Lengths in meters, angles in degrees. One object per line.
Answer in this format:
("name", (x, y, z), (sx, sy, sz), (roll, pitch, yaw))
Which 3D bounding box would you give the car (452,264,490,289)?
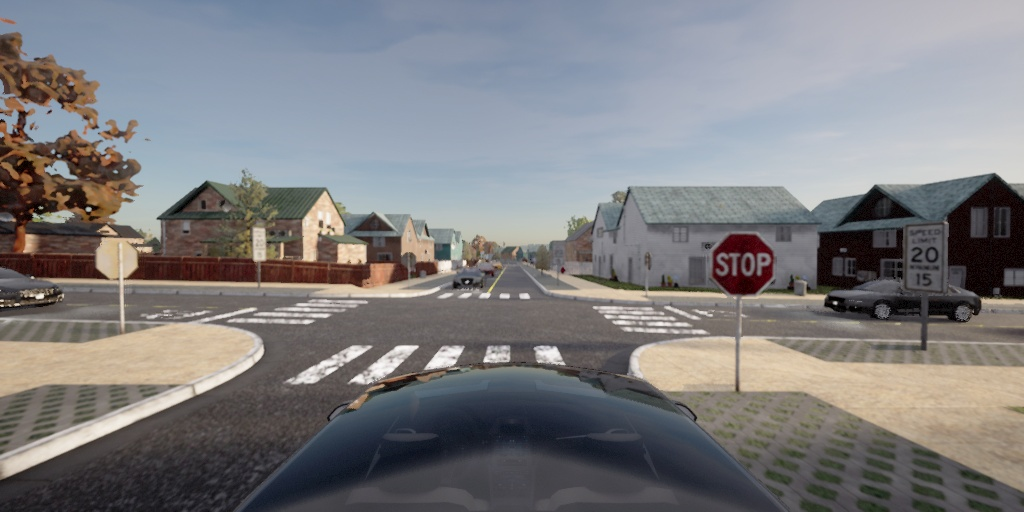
("car", (-2.826, 1.460, 24.540), (1.994, 1.385, 4.181), (0, 0, 0))

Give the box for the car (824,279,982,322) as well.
("car", (15.113, 1.650, 14.024), (4.892, 1.490, 1.837), (1, 1, 1))

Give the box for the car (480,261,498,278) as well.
("car", (-2.819, 1.459, 38.152), (1.882, 1.535, 5.008), (0, 0, 0))

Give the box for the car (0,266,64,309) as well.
("car", (-17.673, 1.015, 11.623), (4.892, 1.490, 1.837), (1, 1, 1))

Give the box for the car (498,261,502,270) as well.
("car", (-2.717, 1.585, 59.696), (1.882, 1.535, 5.008), (0, -1, 0))
